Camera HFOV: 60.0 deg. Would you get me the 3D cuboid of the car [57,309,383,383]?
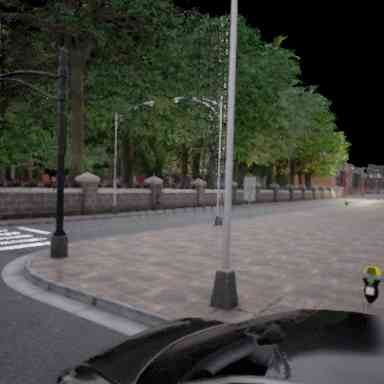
[{"bbox_3d":[0.867,1.554,2.178,4.313,1.339,1.947,2,2,35],"label":"car"}]
